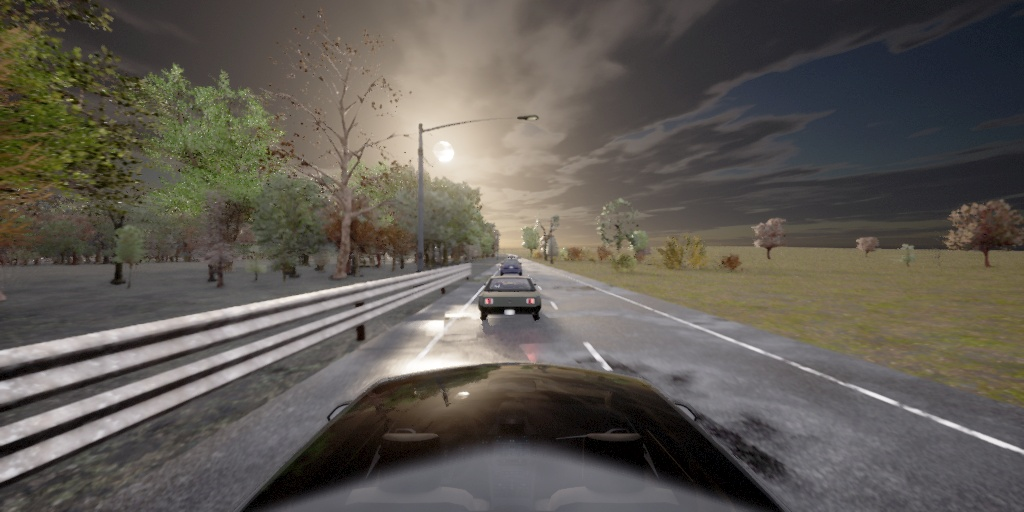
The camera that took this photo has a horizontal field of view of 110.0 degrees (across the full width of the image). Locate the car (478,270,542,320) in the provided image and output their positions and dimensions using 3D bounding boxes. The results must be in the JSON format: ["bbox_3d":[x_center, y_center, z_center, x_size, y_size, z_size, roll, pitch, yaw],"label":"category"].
[{"bbox_3d":[-0.062,1.339,12.608,1.895,1.301,4.718,0,0,0],"label":"car"}]

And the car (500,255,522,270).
[{"bbox_3d":[-0.065,1.058,35.501,2.097,1.767,4.553,0,0,0],"label":"car"}]
